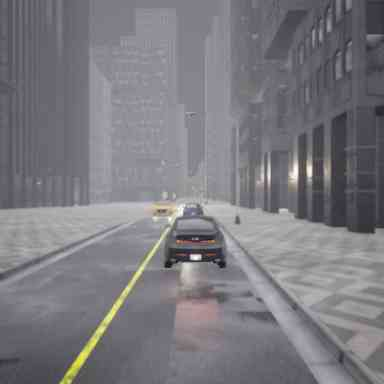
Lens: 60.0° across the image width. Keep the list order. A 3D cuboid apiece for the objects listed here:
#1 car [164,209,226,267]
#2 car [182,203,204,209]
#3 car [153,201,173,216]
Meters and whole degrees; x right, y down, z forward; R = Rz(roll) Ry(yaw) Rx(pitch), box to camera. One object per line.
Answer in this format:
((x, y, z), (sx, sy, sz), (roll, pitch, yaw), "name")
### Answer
((0.101, 1.553, 11.535), (1.837, 1.490, 4.892), (0, 0, 0), "car")
((0.104, 1.709, 30.209), (1.812, 1.442, 4.674), (0, -1, 0), "car")
((-3.071, 1.728, 36.390), (1.882, 1.535, 5.008), (0, -1, 0), "car")
